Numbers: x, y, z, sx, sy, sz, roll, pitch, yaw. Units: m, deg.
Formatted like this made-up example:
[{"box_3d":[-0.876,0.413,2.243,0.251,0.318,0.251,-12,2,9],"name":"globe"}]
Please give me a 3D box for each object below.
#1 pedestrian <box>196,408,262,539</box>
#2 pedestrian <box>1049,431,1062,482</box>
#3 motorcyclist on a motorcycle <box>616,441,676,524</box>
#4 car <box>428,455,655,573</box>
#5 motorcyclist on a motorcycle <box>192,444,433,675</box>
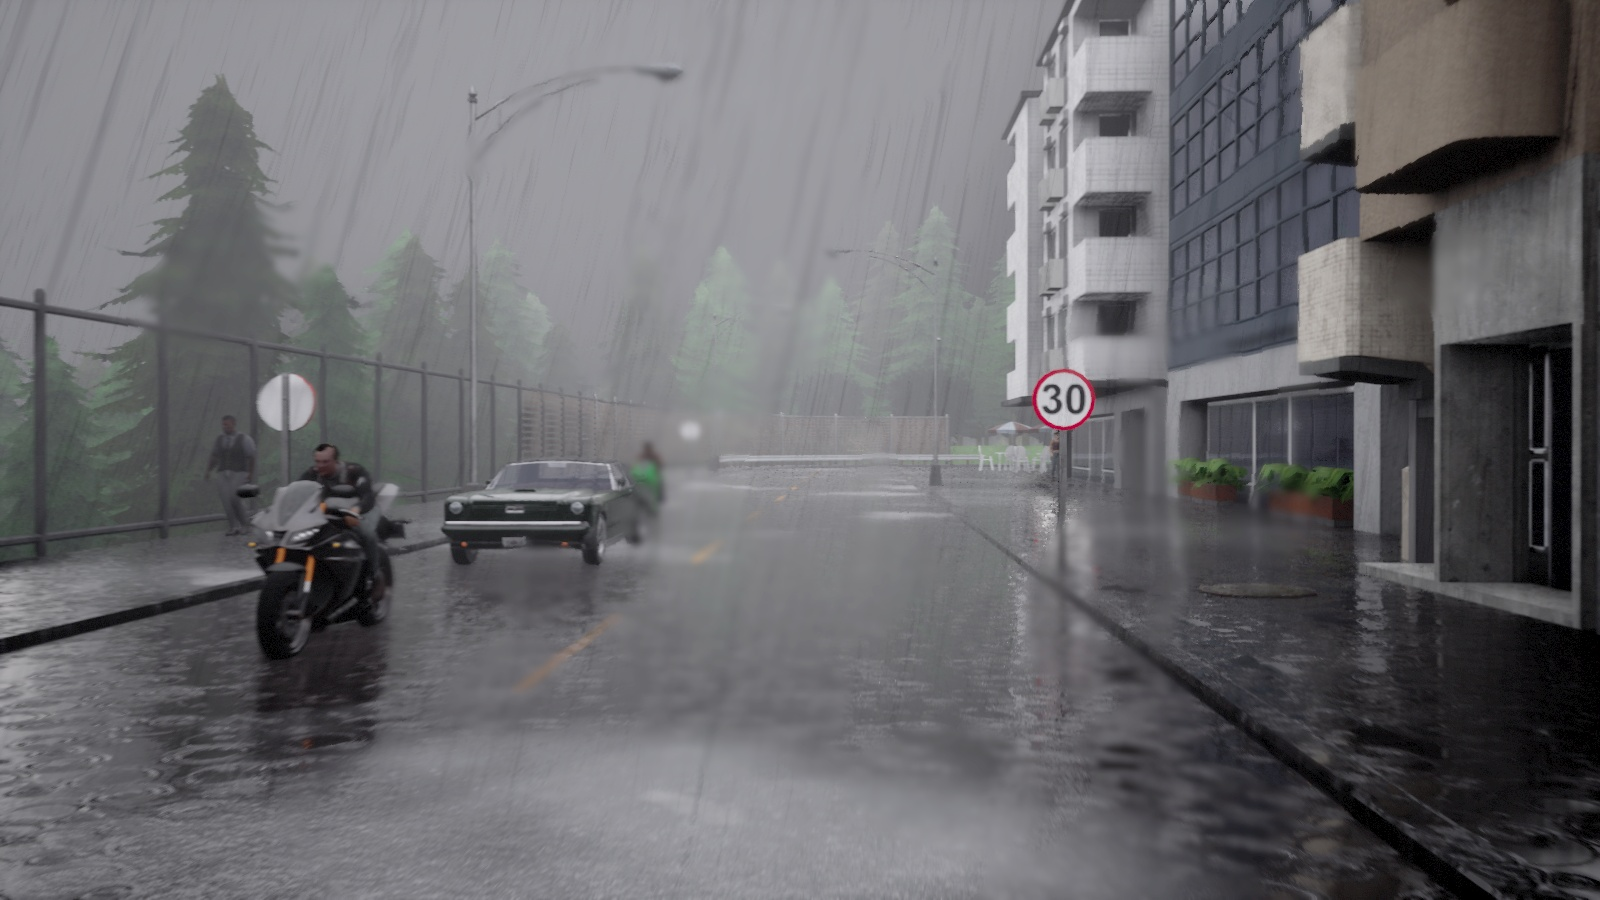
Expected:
[{"box_3d":[-8.403,0.341,18.495,0.563,1.883,0.849,0,0,2],"name":"pedestrian"},{"box_3d":[9.280,0.227,45.646,0.345,1.836,0.594,0,0,2],"name":"pedestrian"},{"box_3d":[-2.935,0.589,24.117,0.797,1.523,2.044,0,0,3],"name":"motorcyclist on a motorcycle"},{"box_3d":[-3.259,0.748,16.847,1.895,1.301,4.718,0,0,3],"name":"car"},{"box_3d":[-3.571,0.723,9.471,0.866,1.530,2.191,0,0,3],"name":"motorcyclist on a motorcycle"}]
